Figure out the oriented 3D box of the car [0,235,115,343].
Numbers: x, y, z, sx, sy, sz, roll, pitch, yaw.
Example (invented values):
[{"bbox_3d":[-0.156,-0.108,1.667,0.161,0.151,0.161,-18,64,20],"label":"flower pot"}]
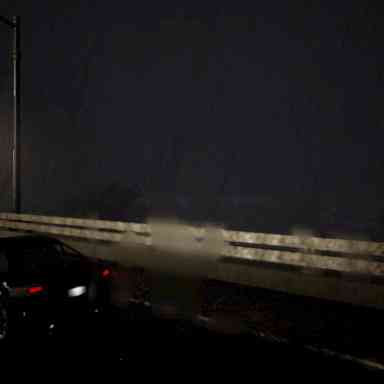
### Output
[{"bbox_3d":[-3.462,1.554,6.492,4.181,1.385,1.994,0,0,36],"label":"car"}]
